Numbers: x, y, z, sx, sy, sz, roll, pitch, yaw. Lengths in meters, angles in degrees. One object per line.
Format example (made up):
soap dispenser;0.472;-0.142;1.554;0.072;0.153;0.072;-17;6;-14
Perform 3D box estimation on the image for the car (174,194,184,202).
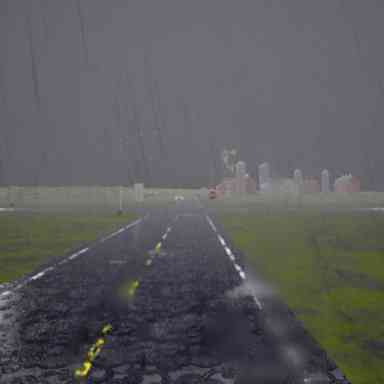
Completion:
car;-2.741;1.300;72.859;2.097;1.767;4.553;0;0;0
